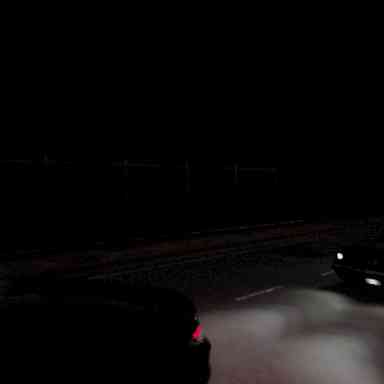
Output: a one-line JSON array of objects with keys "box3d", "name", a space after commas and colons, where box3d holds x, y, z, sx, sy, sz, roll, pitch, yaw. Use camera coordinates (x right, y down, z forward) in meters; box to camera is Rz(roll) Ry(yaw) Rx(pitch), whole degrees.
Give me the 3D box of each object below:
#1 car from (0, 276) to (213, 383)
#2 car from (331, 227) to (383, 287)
[{"box3d": [-1.941, 1.536, 2.584, 4.674, 1.442, 1.812, -1, 1, -36], "name": "car"}, {"box3d": [5.393, 1.445, 7.969, 4.718, 1.301, 1.895, -1, 1, -36], "name": "car"}]
